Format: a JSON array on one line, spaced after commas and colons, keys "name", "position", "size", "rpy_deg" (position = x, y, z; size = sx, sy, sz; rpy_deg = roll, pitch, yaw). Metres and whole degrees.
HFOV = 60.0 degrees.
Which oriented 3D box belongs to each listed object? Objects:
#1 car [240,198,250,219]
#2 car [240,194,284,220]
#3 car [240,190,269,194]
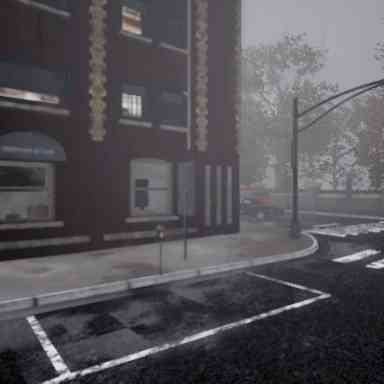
[{"name": "car", "position": [1.882, 1.230, 24.186], "size": [1.802, 1.307, 4.206], "rpy_deg": [1, 0, -36]}, {"name": "car", "position": [4.565, 1.149, 24.880], "size": [1.882, 1.535, 5.008], "rpy_deg": [0, 1, -36]}, {"name": "car", "position": [4.686, 0.823, 30.210], "size": [2.150, 2.045, 5.566], "rpy_deg": [0, 1, -37]}]
